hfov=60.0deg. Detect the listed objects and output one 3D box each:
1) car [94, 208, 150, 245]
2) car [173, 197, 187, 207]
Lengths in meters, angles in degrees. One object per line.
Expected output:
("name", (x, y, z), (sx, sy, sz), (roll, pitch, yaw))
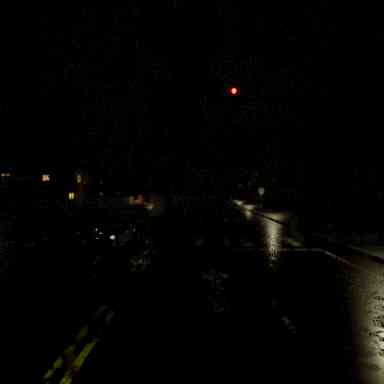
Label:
("car", (-3.108, 1.549, 15.591), (1.837, 1.490, 4.892), (0, 0, 1))
("car", (-1.777, 1.521, 51.688), (1.812, 1.442, 4.674), (0, 0, 3))
